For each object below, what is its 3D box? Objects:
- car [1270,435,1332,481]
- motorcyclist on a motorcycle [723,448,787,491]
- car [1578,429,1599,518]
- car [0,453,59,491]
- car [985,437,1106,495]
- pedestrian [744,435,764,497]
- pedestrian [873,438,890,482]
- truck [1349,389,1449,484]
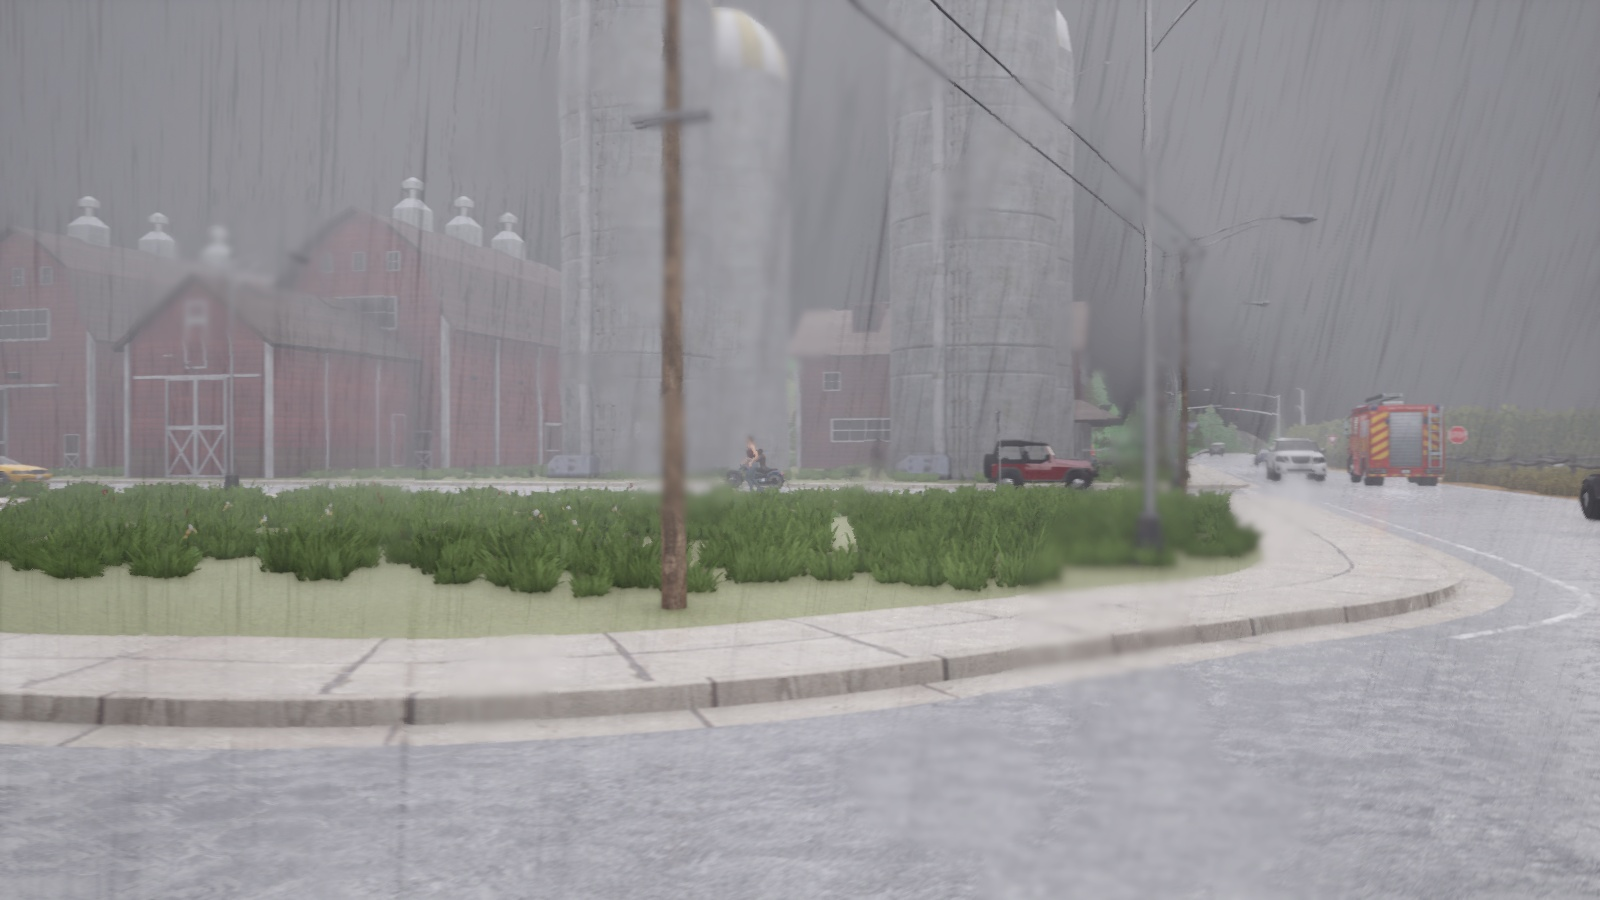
[{"bbox_3d":[23.525,0.361,59.155,2.150,2.045,5.566,0,0,16],"label":"car"},{"bbox_3d":[-1.729,0.755,48.687,2.350,1.649,0.766,-1,0,15],"label":"motorcyclist on a motorcycle"},{"bbox_3d":[17.565,0.488,25.604,1.905,1.878,3.866,0,0,16],"label":"car"},{"bbox_3d":[-34.788,0.949,54.005,5.366,1.575,1.801,0,0,15],"label":"car"},{"bbox_3d":[8.288,0.540,42.351,3.866,1.878,1.905,0,0,15],"label":"car"},{"bbox_3d":[-1.368,0.462,37.280,0.594,1.836,0.345,0,0,-3],"label":"pedestrian"},{"bbox_3d":[3.418,0.426,52.701,0.703,1.840,0.431,0,0,7],"label":"pedestrian"},{"bbox_3d":[25.965,-0.536,54.816,2.891,3.827,8.468,0,0,18],"label":"truck"}]
